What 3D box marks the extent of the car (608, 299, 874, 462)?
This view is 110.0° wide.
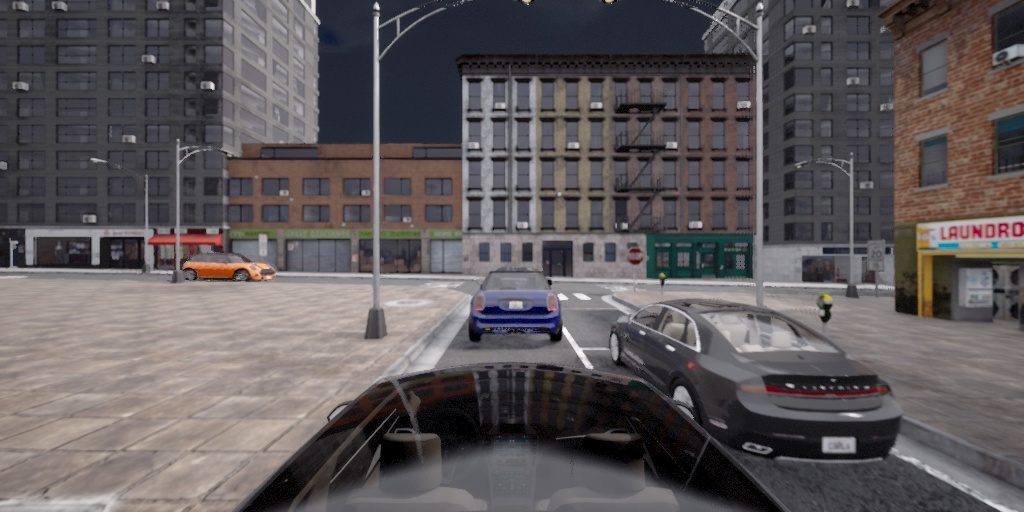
[{"bbox_3d":[2.637,1.276,5.083,2.007,1.370,4.403,0,0,0],"label":"car"}]

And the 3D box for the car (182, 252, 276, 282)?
[{"bbox_3d":[-16.690,0.657,21.311,4.553,1.767,2.097,1,0,0],"label":"car"}]

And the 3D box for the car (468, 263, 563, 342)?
[{"bbox_3d":[0.075,1.043,9.777,2.097,1.767,4.553,0,0,0],"label":"car"}]
